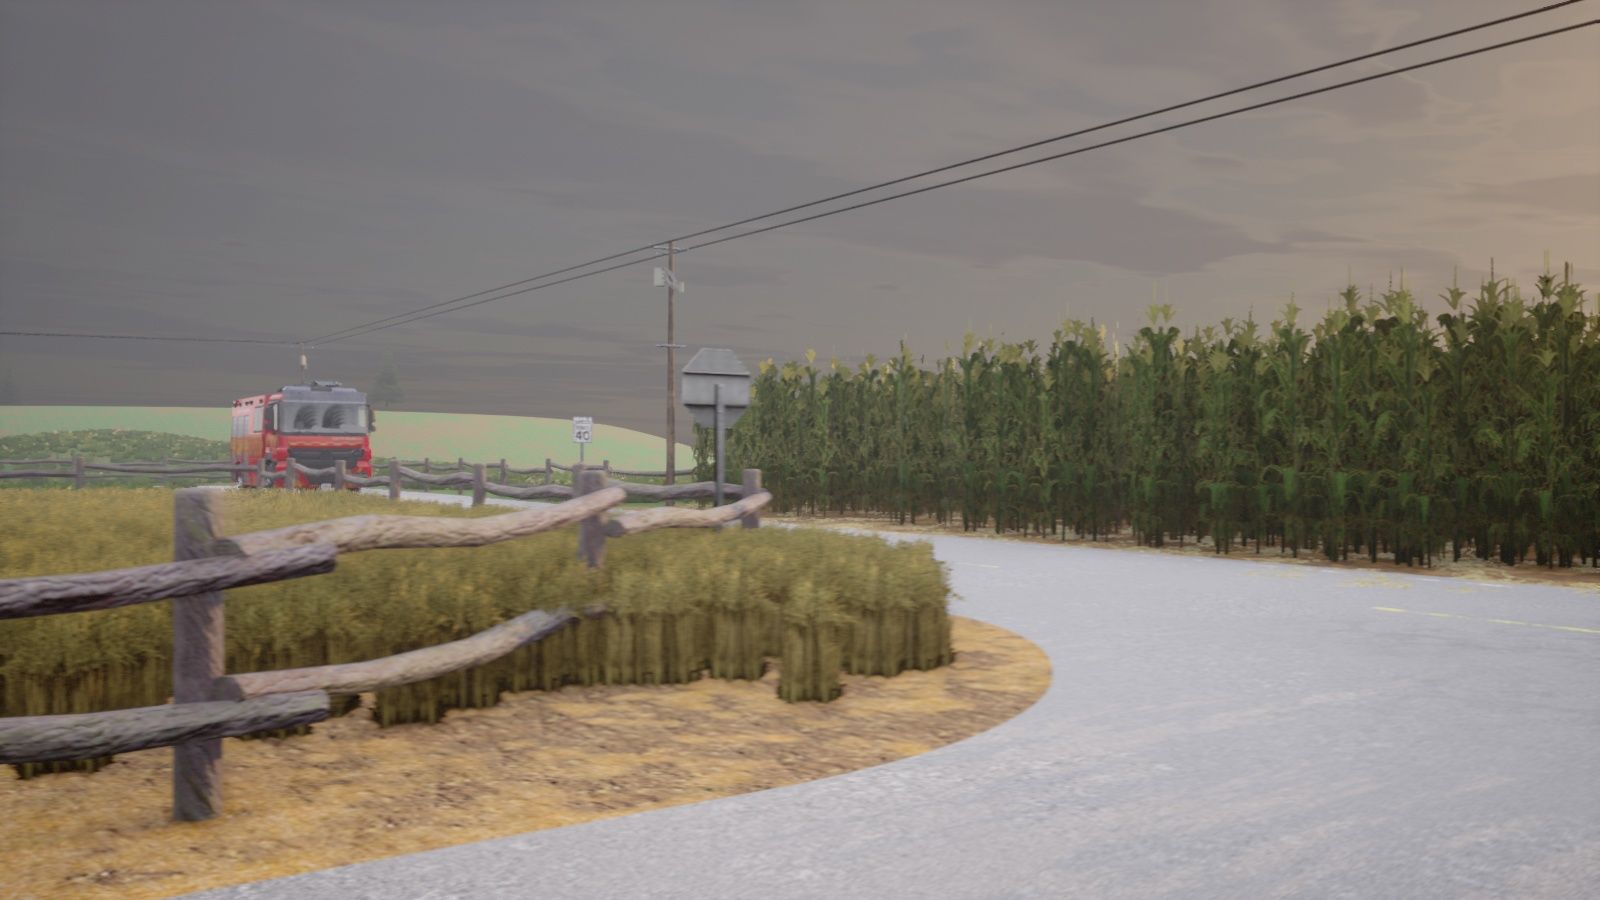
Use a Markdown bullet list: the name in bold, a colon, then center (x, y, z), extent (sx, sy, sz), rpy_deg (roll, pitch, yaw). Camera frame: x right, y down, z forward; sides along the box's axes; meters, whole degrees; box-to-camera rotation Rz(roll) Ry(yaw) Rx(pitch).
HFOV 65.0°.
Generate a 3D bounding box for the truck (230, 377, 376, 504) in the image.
- **truck**: center (-16.844, -0.265, 42.153), extent (2.891, 3.827, 8.468), rpy_deg (0, 0, -33)
